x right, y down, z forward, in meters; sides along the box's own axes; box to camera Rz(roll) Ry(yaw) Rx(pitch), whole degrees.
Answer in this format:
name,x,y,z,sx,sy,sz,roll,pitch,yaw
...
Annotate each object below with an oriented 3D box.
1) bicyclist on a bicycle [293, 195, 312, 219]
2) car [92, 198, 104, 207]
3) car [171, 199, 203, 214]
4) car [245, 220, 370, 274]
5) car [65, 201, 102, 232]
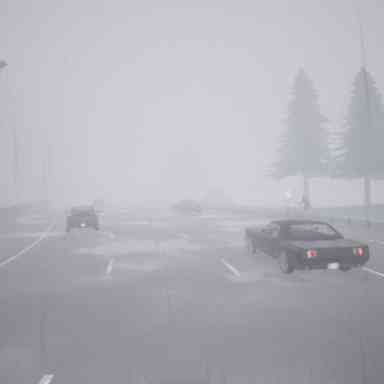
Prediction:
name,x,y,z,sx,sy,sz,roll,pitch,yaw
bicyclist on a bicycle,8.071,1.080,24.076,1.656,1.620,0.582,11,-3,-18
car,-16.037,1.687,56.565,1.882,1.535,5.008,-1,0,-20
car,-0.618,1.462,34.187,2.033,1.411,5.357,-1,0,-21
car,3.117,1.499,10.241,1.895,1.301,4.718,-1,0,-8
car,-6.994,1.608,21.292,1.837,1.490,4.892,0,0,-19
